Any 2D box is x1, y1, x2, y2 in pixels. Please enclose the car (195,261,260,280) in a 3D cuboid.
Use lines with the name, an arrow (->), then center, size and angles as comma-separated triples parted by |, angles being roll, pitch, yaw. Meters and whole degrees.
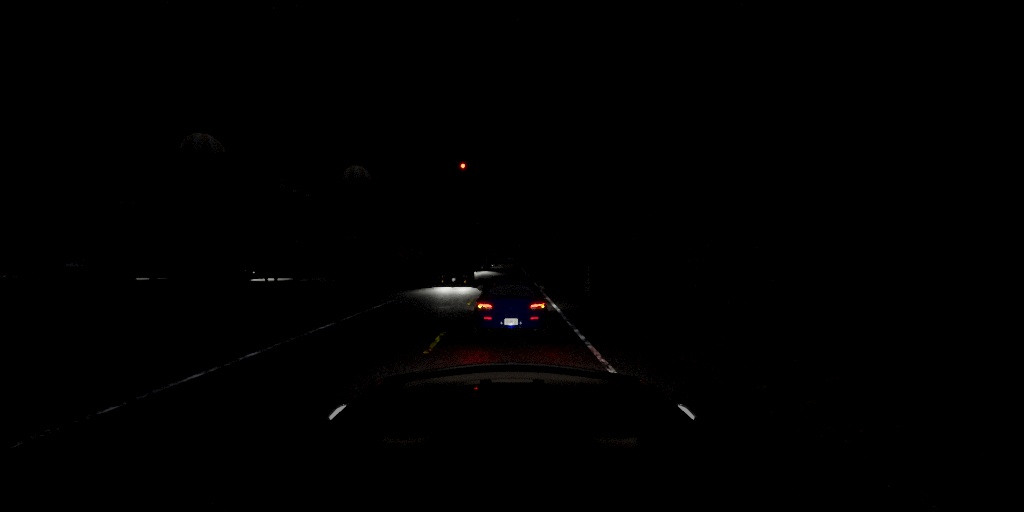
car -> -22.458, 1.118, 28.429 | 4.181, 1.385, 1.994 | 1, 0, 0

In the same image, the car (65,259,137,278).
car -> -32.595, 0.984, 28.332 | 4.674, 1.442, 1.812 | 1, 0, -1

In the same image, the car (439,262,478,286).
car -> -3.686, 1.296, 24.669 | 1.994, 1.385, 4.181 | 0, 0, 0

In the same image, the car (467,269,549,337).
car -> -0.030, 1.274, 10.165 | 1.812, 1.442, 4.674 | 0, 0, 0

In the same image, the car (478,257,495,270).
car -> -3.784, 1.207, 47.602 | 2.128, 1.511, 4.902 | 0, 0, 0
